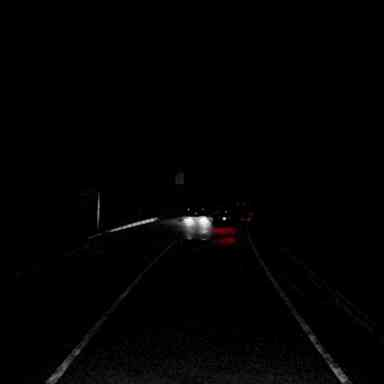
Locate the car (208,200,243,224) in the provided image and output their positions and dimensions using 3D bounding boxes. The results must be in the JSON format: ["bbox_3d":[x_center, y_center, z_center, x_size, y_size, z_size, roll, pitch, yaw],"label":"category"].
[{"bbox_3d":[2.635,1.575,25.076,1.837,1.490,4.892,-1,-1,10],"label":"car"}]

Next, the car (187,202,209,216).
[{"bbox_3d":[0.911,1.767,34.565,1.895,1.301,4.718,-1,-1,14],"label":"car"}]

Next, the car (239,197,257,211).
[{"bbox_3d":[6.889,1.434,41.884,2.097,1.767,4.553,-2,0,17],"label":"car"}]
